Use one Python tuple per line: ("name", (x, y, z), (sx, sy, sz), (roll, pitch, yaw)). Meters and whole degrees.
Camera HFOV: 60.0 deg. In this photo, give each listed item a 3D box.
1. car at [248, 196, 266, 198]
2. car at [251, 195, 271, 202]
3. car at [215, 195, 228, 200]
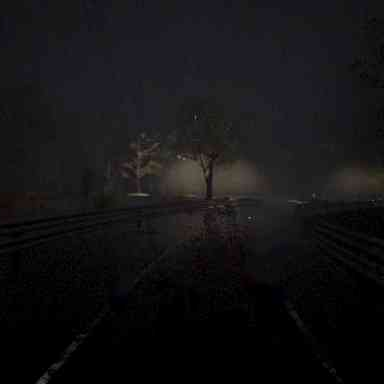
("car", (14.042, 1.554, 72.393), (4.553, 1.767, 2.097), (2, 1, -31))
("car", (17.124, 1.683, 82.428), (5.008, 1.535, 1.882), (2, 1, -31))
("car", (6.911, 1.388, 72.181), (4.553, 1.767, 2.097), (2, 1, -31))
